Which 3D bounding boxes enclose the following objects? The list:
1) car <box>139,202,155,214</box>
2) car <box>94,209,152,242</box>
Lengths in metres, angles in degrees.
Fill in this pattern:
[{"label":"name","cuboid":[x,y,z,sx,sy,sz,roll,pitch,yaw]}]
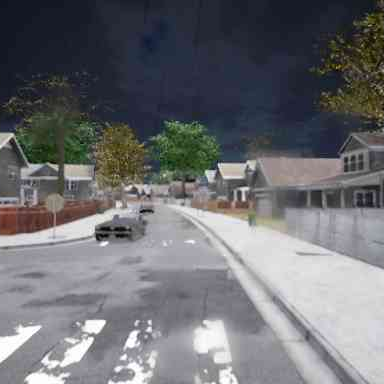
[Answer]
[{"label":"car","cuboid":[-5.644,1.996,41.985,2.033,1.411,5.357,0,-1,-7]},{"label":"car","cuboid":[-3.605,1.790,17.695,1.895,1.301,4.718,0,-1,3]}]
